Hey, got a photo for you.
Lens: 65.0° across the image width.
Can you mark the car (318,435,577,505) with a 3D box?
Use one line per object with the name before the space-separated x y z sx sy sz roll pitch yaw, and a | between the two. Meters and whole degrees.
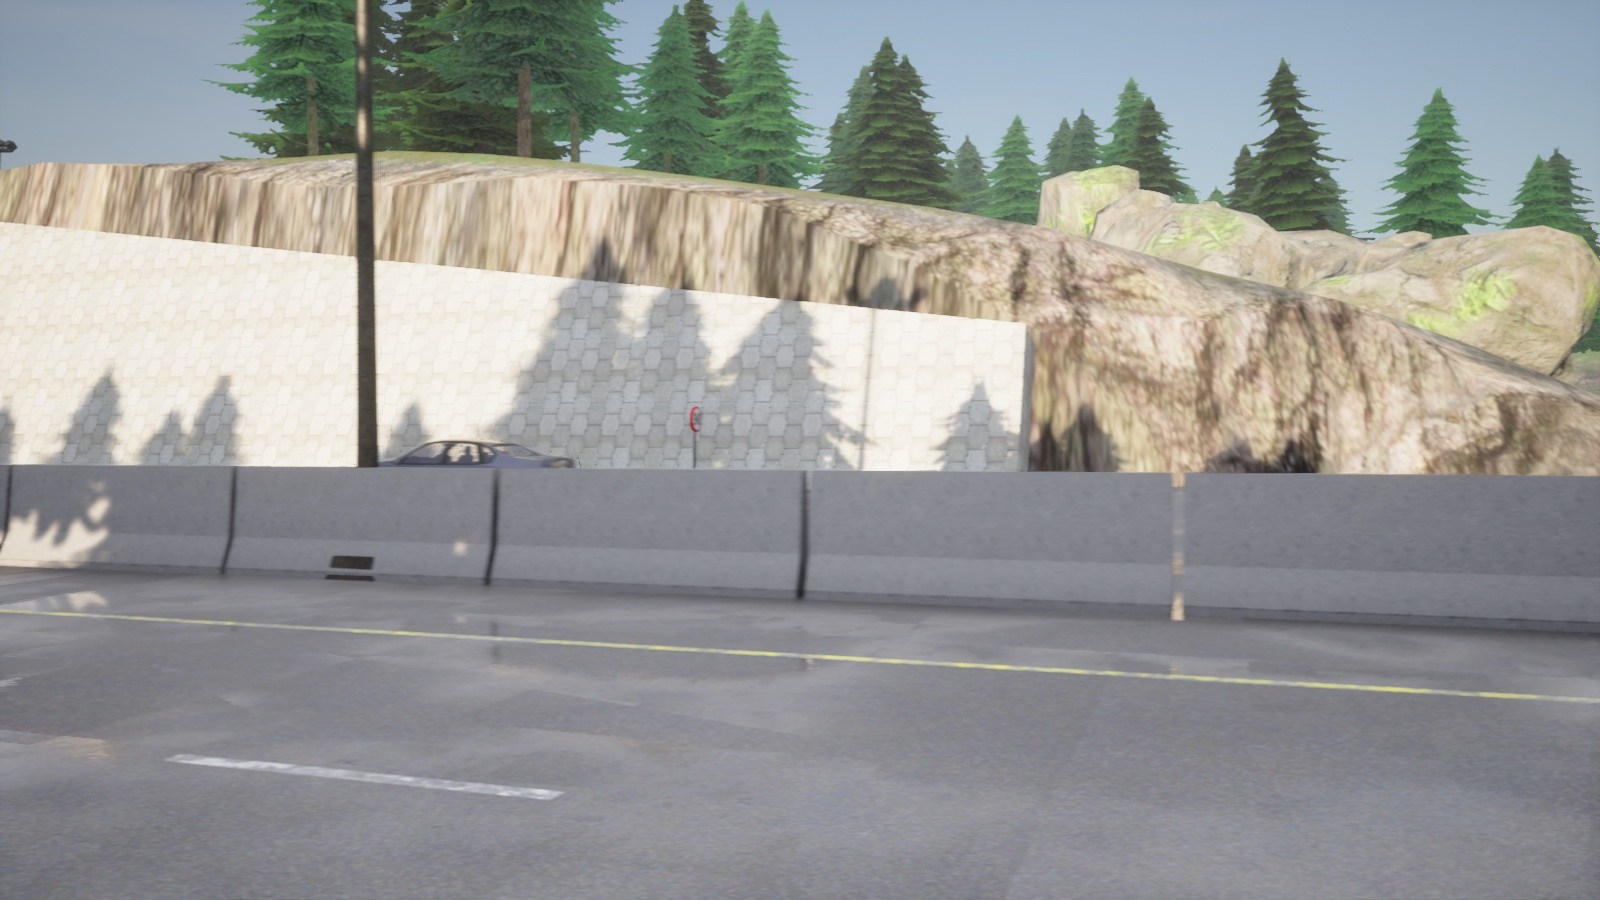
car | -7.845 0.397 27.988 5.357 1.411 2.033 1 1 19
